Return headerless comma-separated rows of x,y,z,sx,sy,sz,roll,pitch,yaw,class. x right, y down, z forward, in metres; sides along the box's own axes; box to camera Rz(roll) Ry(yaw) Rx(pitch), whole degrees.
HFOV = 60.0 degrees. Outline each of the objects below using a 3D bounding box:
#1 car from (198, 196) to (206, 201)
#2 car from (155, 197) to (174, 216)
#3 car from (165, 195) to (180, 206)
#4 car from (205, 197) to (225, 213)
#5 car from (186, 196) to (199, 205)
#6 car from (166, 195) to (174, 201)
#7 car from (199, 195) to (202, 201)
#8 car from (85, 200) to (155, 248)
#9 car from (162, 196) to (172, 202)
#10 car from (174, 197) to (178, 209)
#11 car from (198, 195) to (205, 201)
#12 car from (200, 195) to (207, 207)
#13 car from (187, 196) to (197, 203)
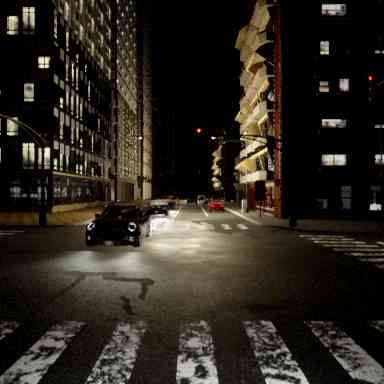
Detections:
2.563,1.625,84.025,1.802,1.307,4.206,0,0,0,car
-3.146,1.498,31.939,2.128,1.511,4.902,0,0,0,car
-3.094,1.497,55.850,1.882,1.535,5.008,0,0,0,car
2.685,1.590,37.216,1.802,1.307,4.206,0,0,0,car
0.007,1.527,59.967,1.837,1.490,4.892,0,0,0,car
-5.827,1.594,89.661,1.887,1.381,4.507,0,0,0,car
2.607,1.570,55.782,2.008,1.369,4.403,0,0,0,car
-3.097,1.327,14.685,2.097,1.767,4.553,1,0,0,car
-5.809,1.588,78.363,2.008,1.369,4.403,0,0,0,car
-3.151,1.612,42.798,1.895,1.301,4.718,0,0,0,car
2.554,1.490,89.674,1.967,1.590,4.097,0,0,0,car
2.615,1.567,50.134,2.008,1.369,4.403,0,0,0,car
-0.021,1.593,70.278,1.994,1.385,4.181,0,0,0,car
